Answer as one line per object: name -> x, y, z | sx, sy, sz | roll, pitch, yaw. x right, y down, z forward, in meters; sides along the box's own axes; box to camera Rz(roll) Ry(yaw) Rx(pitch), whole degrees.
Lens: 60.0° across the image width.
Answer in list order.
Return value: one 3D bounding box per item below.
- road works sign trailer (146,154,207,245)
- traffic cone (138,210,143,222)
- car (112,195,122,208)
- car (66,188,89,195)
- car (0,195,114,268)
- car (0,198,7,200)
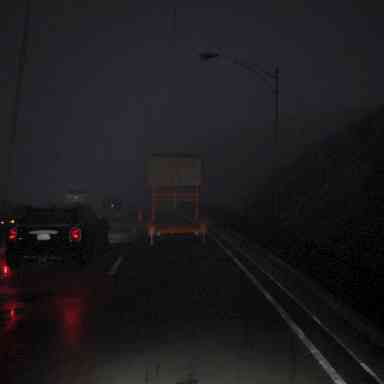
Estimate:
road works sign trailer -> -0.726, 0.202, 14.072 | 2.380, 3.560, 2.880 | 0, 1, -8
traffic cone -> -3.229, 1.572, 20.803 | 0.340, 0.580, 0.340 | 0, 1, -8
car -> -8.343, 0.967, 34.595 | 1.895, 1.301, 4.718 | 0, 1, -15
car -> -12.300, 0.570, 35.698 | 2.150, 2.045, 5.566 | 0, 1, -16
car -> -4.034, 1.154, 10.768 | 2.097, 1.767, 4.553 | 0, 1, -5
car -> -12.415, 1.128, 20.860 | 1.837, 1.490, 4.892 | 0, 1, -10
